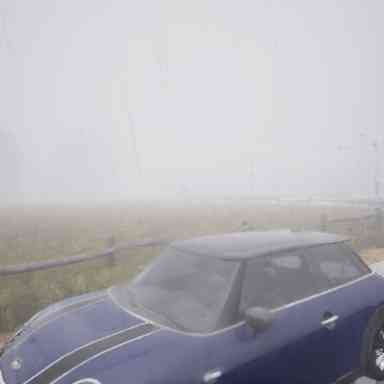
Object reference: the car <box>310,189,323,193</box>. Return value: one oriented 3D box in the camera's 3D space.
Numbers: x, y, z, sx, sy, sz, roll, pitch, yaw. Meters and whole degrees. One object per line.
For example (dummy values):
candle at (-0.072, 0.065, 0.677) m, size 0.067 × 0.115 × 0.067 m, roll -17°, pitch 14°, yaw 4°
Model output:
car at (32.641, -0.032, 85.177) m, size 1.932 × 1.855 × 4.605 m, roll -1°, pitch 1°, yaw -36°

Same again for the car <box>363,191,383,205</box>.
car at (18.836, 0.925, 30.553) m, size 2.128 × 1.511 × 4.902 m, roll -1°, pitch 1°, yaw -30°

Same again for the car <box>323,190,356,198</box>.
car at (29.237, 0.386, 66.194) m, size 2.242 × 1.667 × 4.611 m, roll -1°, pitch 1°, yaw -36°

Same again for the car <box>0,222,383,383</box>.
car at (0.326, 1.322, 3.735) m, size 4.553 × 1.767 × 2.097 m, roll -1°, pitch 1°, yaw -36°
